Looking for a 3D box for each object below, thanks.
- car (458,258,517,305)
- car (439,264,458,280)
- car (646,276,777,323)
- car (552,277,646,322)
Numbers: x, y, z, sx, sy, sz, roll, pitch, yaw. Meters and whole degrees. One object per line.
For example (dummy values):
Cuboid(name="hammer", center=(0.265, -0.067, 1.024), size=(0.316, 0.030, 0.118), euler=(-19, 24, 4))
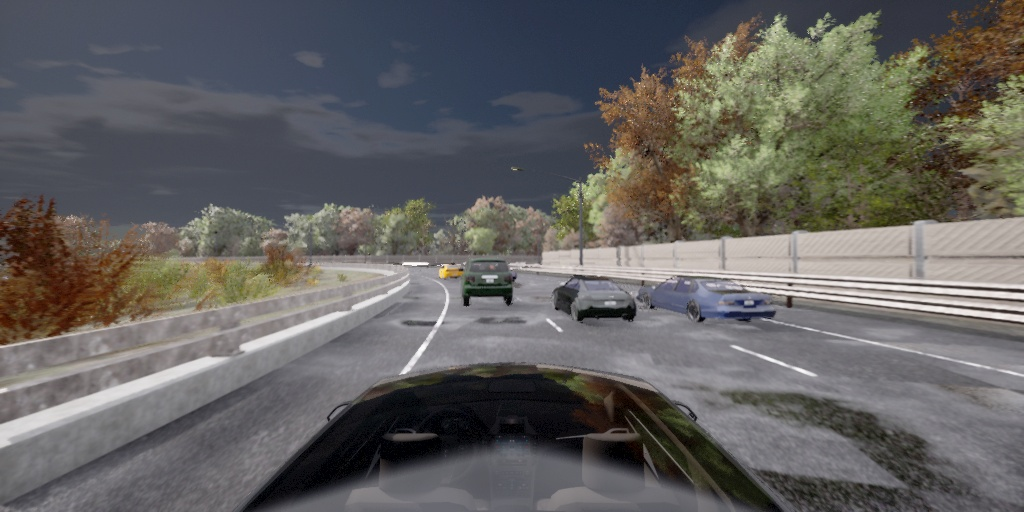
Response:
Cuboid(name="car", center=(-1.334, 1.129, 17.231), size=(2.150, 2.045, 5.566), euler=(0, -1, -9))
Cuboid(name="car", center=(-6.165, 1.584, 35.989), size=(1.882, 1.535, 5.008), euler=(0, -1, -19))
Cuboid(name="car", center=(6.372, 1.390, 12.569), size=(2.033, 1.411, 5.357), euler=(0, -1, -7))
Cuboid(name="car", center=(2.739, 1.418, 12.821), size=(1.994, 1.385, 4.181), euler=(0, -1, -7))
